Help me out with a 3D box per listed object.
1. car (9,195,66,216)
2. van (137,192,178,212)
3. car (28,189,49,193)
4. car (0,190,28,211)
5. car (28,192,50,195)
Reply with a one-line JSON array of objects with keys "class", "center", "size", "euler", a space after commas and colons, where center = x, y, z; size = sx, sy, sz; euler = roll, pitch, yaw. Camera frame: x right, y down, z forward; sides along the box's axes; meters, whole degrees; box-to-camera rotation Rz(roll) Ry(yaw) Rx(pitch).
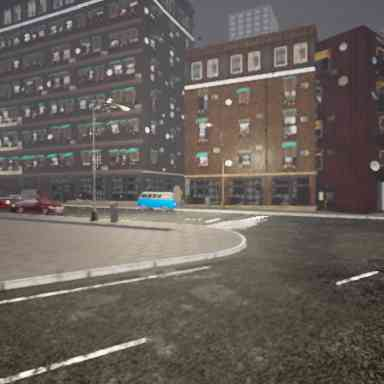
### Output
[{"class": "car", "center": [-11.952, 1.122, 26.265], "size": [4.206, 1.307, 1.802], "euler": [1, 0, 25]}, {"class": "van", "center": [-3.252, 0.909, 31.510], "size": [3.998, 1.788, 1.690], "euler": [1, 0, 25]}, {"class": "car", "center": [-18.622, 0.624, 38.523], "size": [5.009, 1.841, 2.192], "euler": [1, 0, 25]}, {"class": "car", "center": [-17.070, 0.769, 28.605], "size": [5.009, 1.841, 2.192], "euler": [1, 0, 25]}, {"class": "car", "center": [-14.725, 1.004, 30.363], "size": [5.357, 1.411, 2.033], "euler": [1, 1, 25]}]
